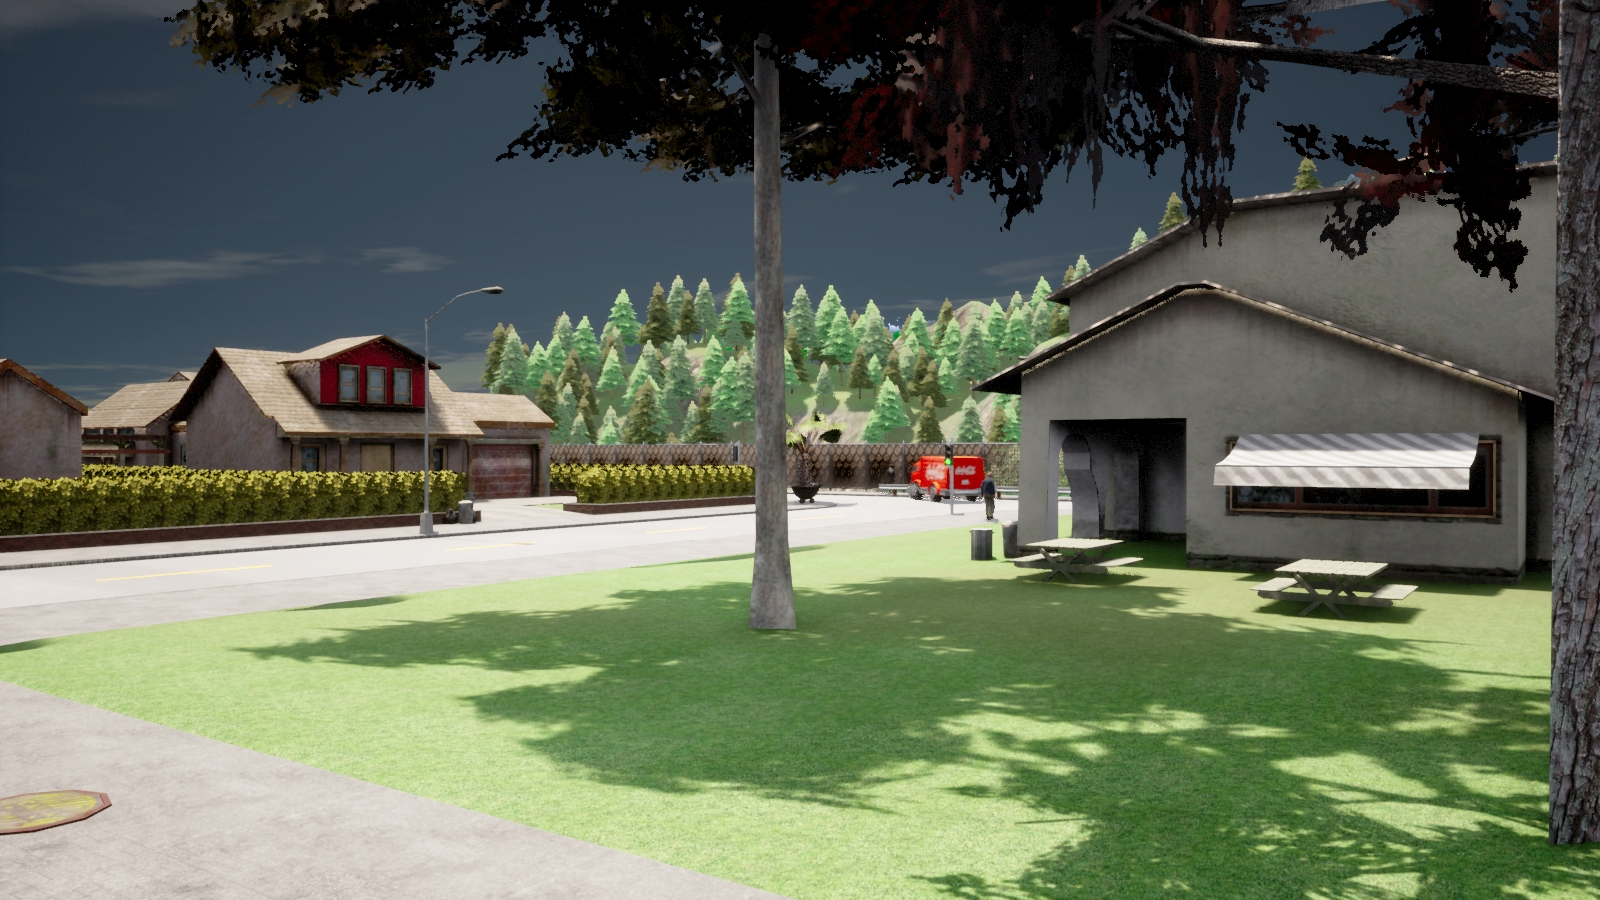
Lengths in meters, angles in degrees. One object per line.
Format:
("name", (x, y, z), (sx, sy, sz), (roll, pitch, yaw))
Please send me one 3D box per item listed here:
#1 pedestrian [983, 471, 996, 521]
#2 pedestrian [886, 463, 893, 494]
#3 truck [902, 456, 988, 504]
("pedestrian", (7.189, 1.737, 43.410), (0.375, 1.860, 0.375), (0, 0, 35))
("pedestrian", (5.430, 1.745, 69.580), (0.375, 1.860, 0.375), (0, 0, -6))
("truck", (7.857, 1.569, 62.467), (2.627, 2.467, 5.204), (0, 0, -19))
